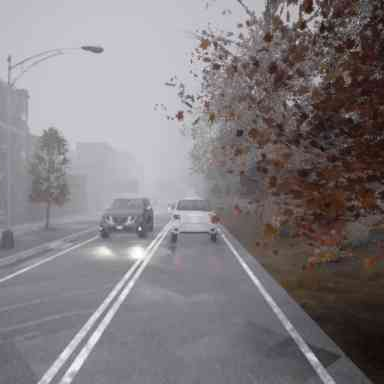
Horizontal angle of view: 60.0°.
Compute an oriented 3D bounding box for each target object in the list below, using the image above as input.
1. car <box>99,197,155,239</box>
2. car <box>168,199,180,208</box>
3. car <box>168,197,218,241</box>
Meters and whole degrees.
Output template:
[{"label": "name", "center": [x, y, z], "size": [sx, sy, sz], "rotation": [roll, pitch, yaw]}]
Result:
[{"label": "car", "center": [-3.336, 1.297, 18.096], "size": [2.150, 2.045, 5.566], "rotation": [0, 0, 0]}, {"label": "car", "center": [-3.179, 1.942, 58.714], "size": [1.812, 1.442, 4.674], "rotation": [0, 0, 1]}, {"label": "car", "center": [0.111, 1.291, 17.307], "size": [2.150, 2.045, 5.566], "rotation": [0, 0, 0]}]
